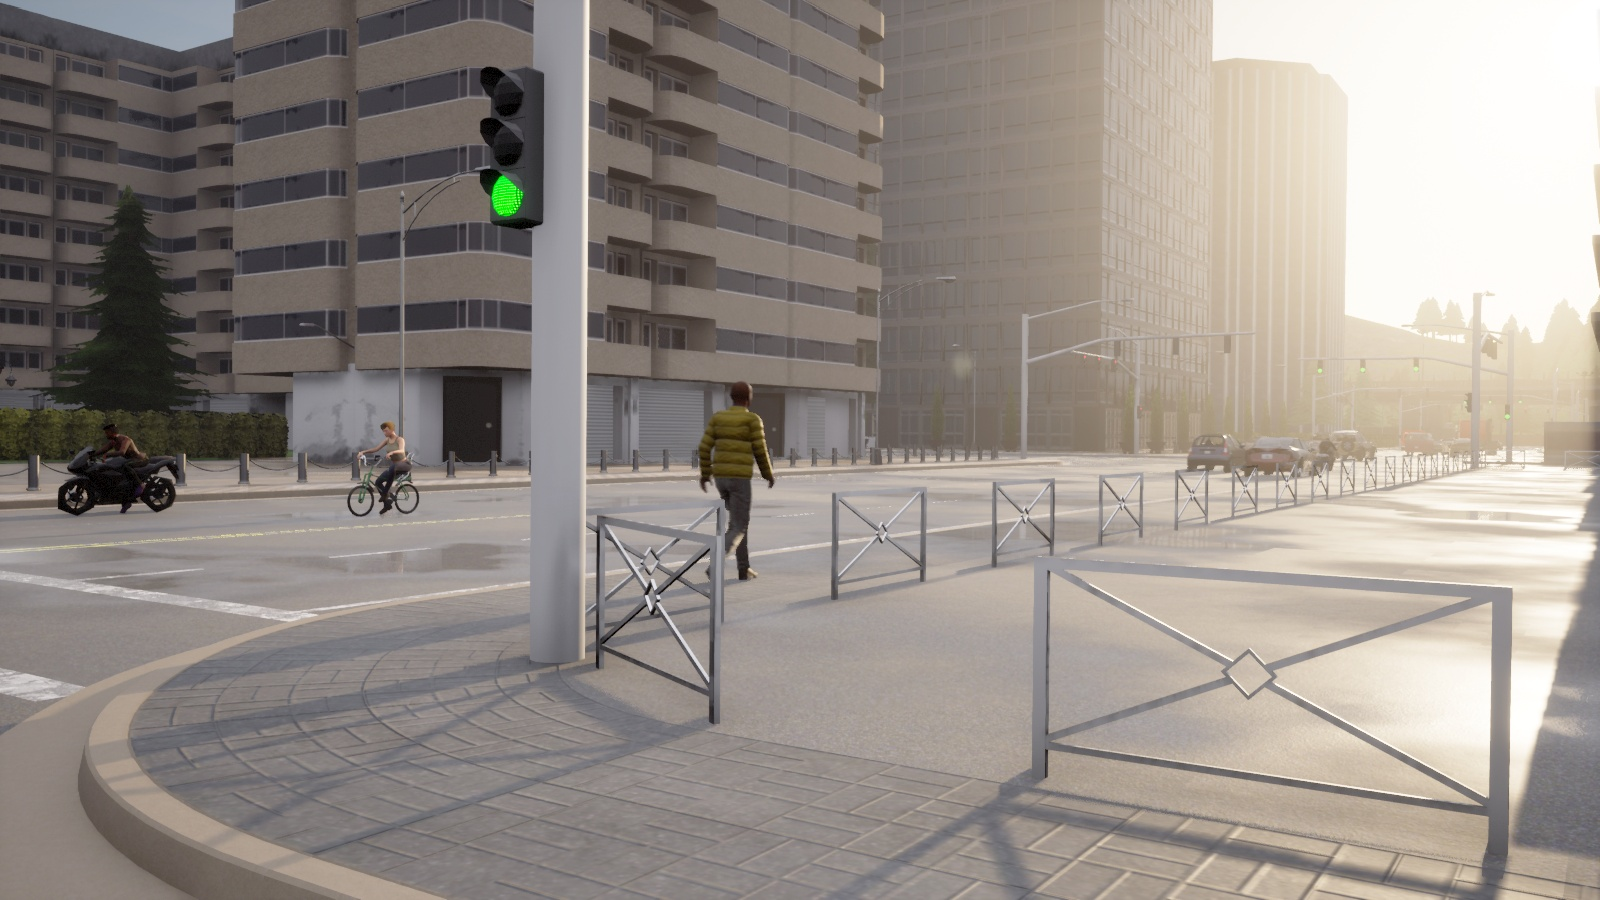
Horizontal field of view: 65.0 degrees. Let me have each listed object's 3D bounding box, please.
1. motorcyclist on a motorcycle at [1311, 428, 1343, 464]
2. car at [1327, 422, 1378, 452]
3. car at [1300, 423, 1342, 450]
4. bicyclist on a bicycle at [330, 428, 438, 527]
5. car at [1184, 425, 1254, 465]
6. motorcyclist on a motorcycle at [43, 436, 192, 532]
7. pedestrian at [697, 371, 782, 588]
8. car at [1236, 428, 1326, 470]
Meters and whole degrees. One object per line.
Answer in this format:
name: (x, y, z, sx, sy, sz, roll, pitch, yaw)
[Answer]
motorcyclist on a motorcycle: (22.890, -0.185, 54.523, 0.866, 1.530, 2.191, 0, 1, 33)
car: (35.092, -0.856, 79.711, 1.932, 1.855, 4.605, 0, 1, 38)
car: (36.743, -0.994, 88.571, 1.932, 1.855, 4.605, 0, 1, 33)
bicyclist on a bicycle: (-7.076, 0.440, 21.409, 0.866, 1.612, 1.509, 0, 1, 33)
car: (17.733, -0.255, 53.023, 1.851, 1.617, 3.988, 0, 1, 33)
motorcyclist on a motorcycle: (-11.443, 0.529, 21.112, 0.797, 1.523, 2.044, 0, 1, 33)
pedestrian: (-0.524, 0.244, 11.044, 0.370, 1.835, 0.726, 0, 1, 33)
car: (18.139, -0.078, 47.239, 2.163, 1.488, 4.792, 0, 1, 33)
